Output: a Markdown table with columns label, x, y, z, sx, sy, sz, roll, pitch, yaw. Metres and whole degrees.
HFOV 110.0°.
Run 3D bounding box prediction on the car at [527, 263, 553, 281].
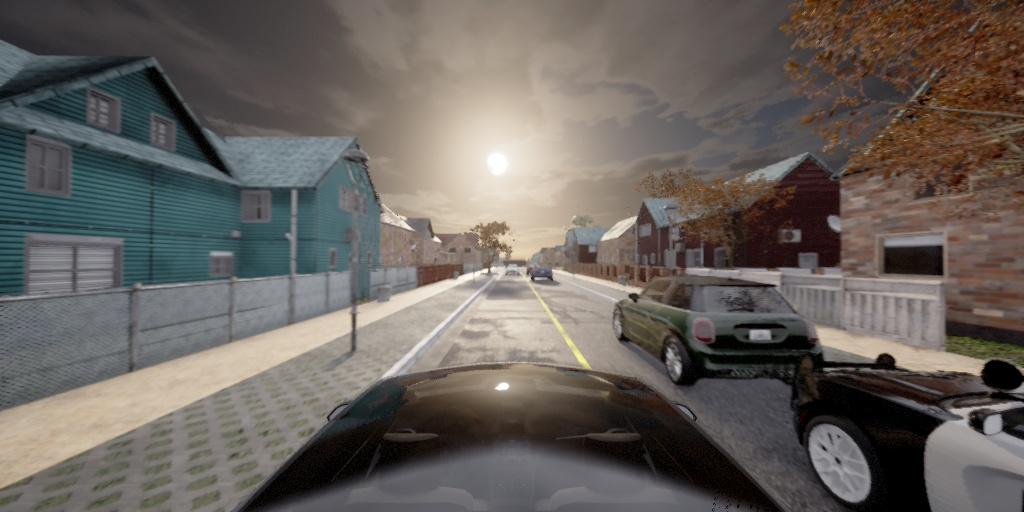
| label | x | y | z | sx | sy | sz | roll | pitch | yaw |
| --- | --- | --- | --- | --- | --- | --- | --- | --- | --- |
| car | 2.902 | 1.511 | 36.095 | 2.097 | 1.767 | 4.553 | 0 | -1 | 0 |

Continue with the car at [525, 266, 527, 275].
| label | x | y | z | sx | sy | sz | roll | pitch | yaw |
| --- | --- | --- | --- | --- | --- | --- | --- | --- | --- |
| car | 2.868 | 1.796 | 48.181 | 1.882 | 1.535 | 5.008 | 0 | 0 | 0 |

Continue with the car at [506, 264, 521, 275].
| label | x | y | z | sx | sy | sz | roll | pitch | yaw |
| --- | --- | --- | --- | --- | --- | --- | --- | --- | --- |
| car | 0.111 | 1.835 | 48.735 | 1.812 | 1.442 | 4.674 | 0 | -1 | 0 |

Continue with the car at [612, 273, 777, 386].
| label | x | y | z | sx | sy | sz | roll | pitch | yaw |
| --- | --- | --- | --- | --- | --- | --- | --- | --- | --- |
| car | 3.578 | 1.167 | 7.285 | 2.097 | 1.767 | 4.553 | 0 | 0 | 0 |

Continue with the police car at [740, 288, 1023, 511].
| label | x | y | z | sx | sy | sz | roll | pitch | yaw |
| --- | --- | --- | --- | --- | --- | --- | --- | --- | --- |
| police car | 3.563 | 1.194 | 1.425 | 1.930 | 1.638 | 5.238 | 0 | 0 | 0 |
